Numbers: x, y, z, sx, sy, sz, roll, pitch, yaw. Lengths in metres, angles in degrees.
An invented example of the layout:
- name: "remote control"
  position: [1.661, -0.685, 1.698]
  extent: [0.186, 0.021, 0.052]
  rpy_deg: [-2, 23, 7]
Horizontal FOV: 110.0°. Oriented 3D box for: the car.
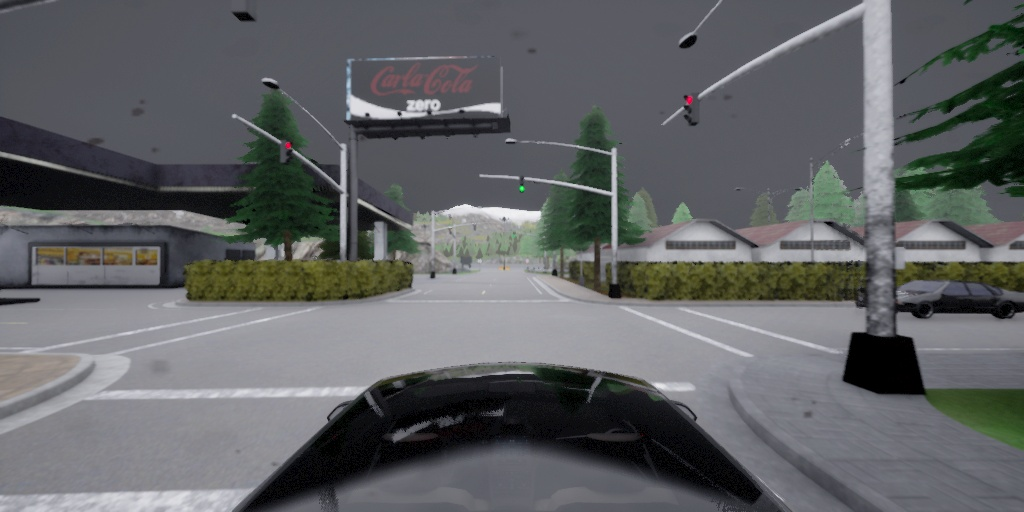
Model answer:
- name: "car"
  position: [16.912, 1.642, 14.115]
  extent: [5.357, 1.411, 2.033]
  rpy_deg: [0, -1, 0]
